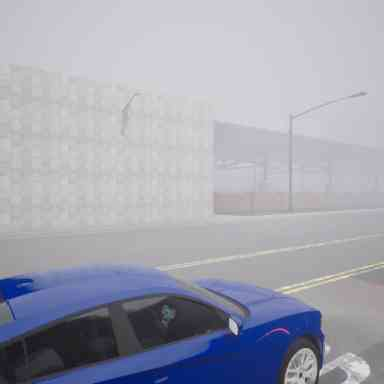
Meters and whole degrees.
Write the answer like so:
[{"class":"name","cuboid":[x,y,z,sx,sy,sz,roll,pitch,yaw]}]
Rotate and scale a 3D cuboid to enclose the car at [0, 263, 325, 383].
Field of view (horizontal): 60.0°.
[{"class":"car","cuboid":[-0.712,1.478,3.242,5.008,1.535,1.882,0,0,-36]}]
